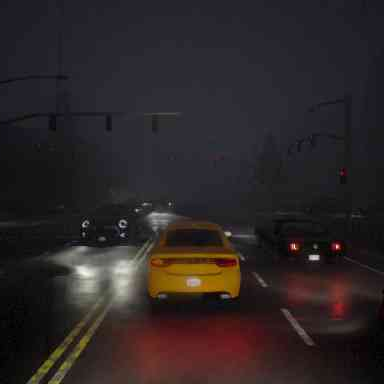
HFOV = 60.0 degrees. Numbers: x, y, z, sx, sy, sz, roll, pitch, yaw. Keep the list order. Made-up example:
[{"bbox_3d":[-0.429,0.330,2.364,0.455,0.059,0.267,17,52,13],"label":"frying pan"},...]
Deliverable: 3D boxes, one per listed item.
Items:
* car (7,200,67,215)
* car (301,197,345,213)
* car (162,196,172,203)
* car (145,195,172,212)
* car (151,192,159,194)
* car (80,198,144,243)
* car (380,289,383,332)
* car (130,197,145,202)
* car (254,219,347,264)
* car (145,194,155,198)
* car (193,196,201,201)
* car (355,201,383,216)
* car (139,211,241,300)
[{"bbox_3d":[-15.466,1.547,33.348,5.357,1.411,2.033,0,0,2],"label":"car"},{"bbox_3d":[14.082,1.352,35.565,4.553,1.767,2.097,0,0,-2],"label":"car"},{"bbox_3d":[-5.211,1.558,69.359,1.994,1.385,4.181,0,0,-1],"label":"car"},{"bbox_3d":[-3.855,1.492,38.227,2.128,1.511,4.902,0,0,-11],"label":"car"},{"bbox_3d":[-9.036,0.987,81.869,2.150,2.045,5.566,0,0,-1],"label":"car"},{"bbox_3d":[-3.752,1.352,15.971,2.097,1.767,4.553,0,0,-1],"label":"car"},{"bbox_3d":[3.597,1.478,2.711,1.882,1.535,5.008,0,0,0],"label":"car"},{"bbox_3d":[-8.219,1.478,46.921,1.882,1.535,5.008,0,0,-2],"label":"car"},{"bbox_3d":[3.502,1.601,11.801,1.895,1.301,4.718,0,0,-1],"label":"car"},{"bbox_3d":[-8.657,1.564,66.513,1.994,1.385,4.181,0,0,-1],"label":"car"},{"bbox_3d":[1.303,1.595,88.213,1.895,1.301,4.718,0,0,-1],"label":"car"},{"bbox_3d":[18.772,1.547,32.200,5.357,1.411,2.033,0,0,-2],"label":"car"},{"bbox_3d":[0.034,1.478,8.477,1.882,1.535,5.008,0,0,0],"label":"car"}]
